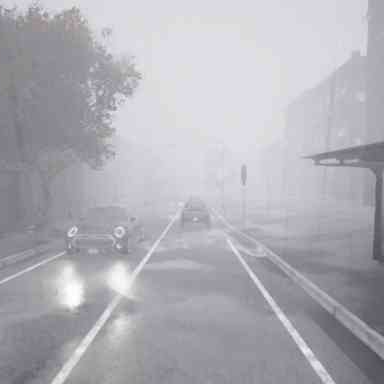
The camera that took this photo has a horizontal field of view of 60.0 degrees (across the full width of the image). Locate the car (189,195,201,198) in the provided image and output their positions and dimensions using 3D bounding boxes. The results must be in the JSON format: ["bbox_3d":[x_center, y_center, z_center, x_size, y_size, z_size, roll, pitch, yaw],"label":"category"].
[{"bbox_3d":[0.396,1.106,42.431,2.128,1.511,4.902,0,1,1],"label":"car"}]

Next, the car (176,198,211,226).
[{"bbox_3d":[0.220,1.375,22.204,2.128,1.511,4.902,0,1,0],"label":"car"}]

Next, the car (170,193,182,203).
[{"bbox_3d":[-2.610,0.958,55.271,1.812,1.442,4.674,0,1,1],"label":"car"}]

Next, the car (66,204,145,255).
[{"bbox_3d":[-3.175,1.311,12.994,2.097,1.767,4.553,0,0,1],"label":"car"}]
